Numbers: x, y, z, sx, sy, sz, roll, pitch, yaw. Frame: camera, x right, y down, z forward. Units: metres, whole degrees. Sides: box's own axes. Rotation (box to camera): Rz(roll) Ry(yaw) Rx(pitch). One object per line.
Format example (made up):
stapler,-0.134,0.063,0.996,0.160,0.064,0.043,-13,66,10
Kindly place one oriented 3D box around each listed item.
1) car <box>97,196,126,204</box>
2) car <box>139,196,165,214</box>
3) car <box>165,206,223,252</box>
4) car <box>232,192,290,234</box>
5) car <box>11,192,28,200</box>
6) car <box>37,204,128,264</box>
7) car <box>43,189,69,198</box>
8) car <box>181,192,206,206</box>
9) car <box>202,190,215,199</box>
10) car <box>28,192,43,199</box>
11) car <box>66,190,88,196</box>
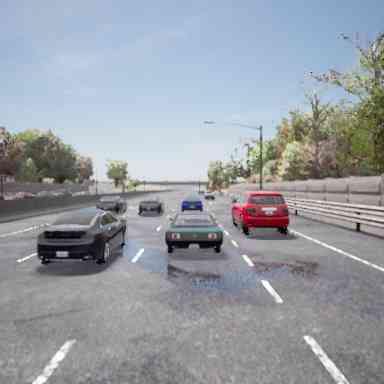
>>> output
car,-6.993,1.108,29.251,2.128,1.511,4.902,0,1,0
car,-3.492,1.107,29.259,2.128,1.511,4.902,0,1,0
car,0.062,1.428,12.935,1.895,1.301,4.718,0,1,0
car,3.443,0.985,17.542,2.150,2.045,5.566,0,1,0
car,-28.222,0.814,55.354,1.812,1.442,4.674,0,1,0
car,-3.436,1.356,11.206,1.837,1.490,4.892,0,1,0
car,-21.226,0.531,53.395,2.150,2.045,5.566,0,1,0
car,0.005,1.071,30.918,1.882,1.535,5.008,0,1,0
car,3.295,0.777,64.187,1.895,1.301,4.718,0,1,0
car,-24.724,0.763,55.504,1.882,1.535,5.008,0,1,0
car,-17.726,0.860,53.196,2.033,1.411,5.357,0,1,0
